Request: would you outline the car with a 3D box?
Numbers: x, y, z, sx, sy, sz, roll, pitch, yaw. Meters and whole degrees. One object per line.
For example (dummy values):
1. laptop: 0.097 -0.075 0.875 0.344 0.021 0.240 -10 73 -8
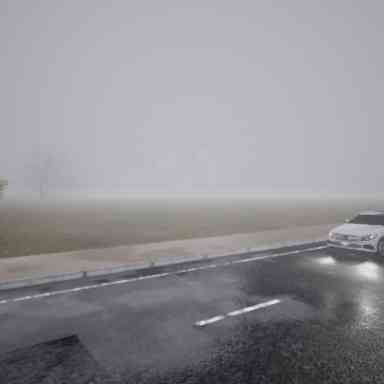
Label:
1. car: 7.137 1.481 12.767 4.674 1.442 1.812 0 0 -35
